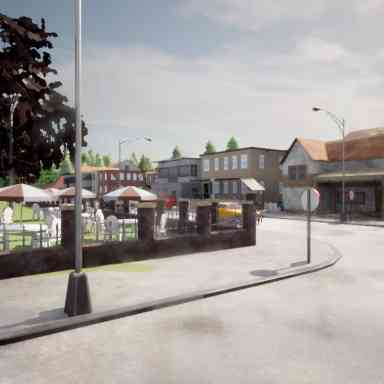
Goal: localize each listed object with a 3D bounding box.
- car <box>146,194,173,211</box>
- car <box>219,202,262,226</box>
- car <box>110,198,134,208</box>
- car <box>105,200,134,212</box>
[{"bbox_3d":[-4.428,1.221,41.004,2.150,2.045,5.566,0,0,-35],"label":"car"},{"bbox_3d":[2.751,1.477,23.699,1.882,1.535,5.008,0,0,-35],"label":"car"},{"bbox_3d":[-10.442,1.564,49.451,1.994,1.385,4.181,0,0,-35],"label":"car"},{"bbox_3d":[-8.931,1.547,40.113,2.033,1.411,5.357,0,0,-35],"label":"car"}]
